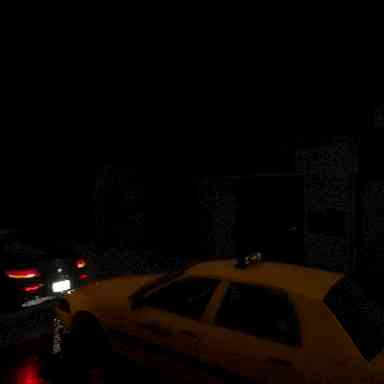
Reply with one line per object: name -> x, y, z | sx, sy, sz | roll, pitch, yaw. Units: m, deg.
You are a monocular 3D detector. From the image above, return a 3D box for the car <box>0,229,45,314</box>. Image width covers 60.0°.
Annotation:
car -> -4.258, 1.571, 7.462 | 4.674, 1.442, 1.812 | 0, -1, 36

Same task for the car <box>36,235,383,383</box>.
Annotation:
car -> 0.442, 1.485, 4.046 | 5.366, 1.575, 1.801 | 0, 0, 36
